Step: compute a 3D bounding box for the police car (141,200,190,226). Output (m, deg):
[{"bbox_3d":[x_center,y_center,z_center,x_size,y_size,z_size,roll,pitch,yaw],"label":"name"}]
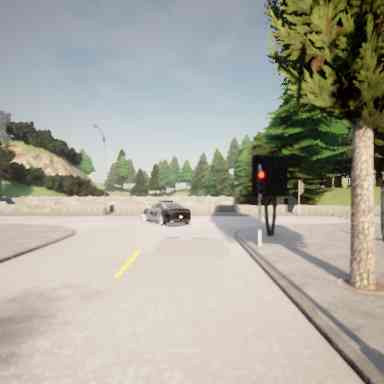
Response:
[{"bbox_3d":[-2.012,1.409,23.851,1.930,1.638,5.238,1,-1,-30],"label":"police car"}]
